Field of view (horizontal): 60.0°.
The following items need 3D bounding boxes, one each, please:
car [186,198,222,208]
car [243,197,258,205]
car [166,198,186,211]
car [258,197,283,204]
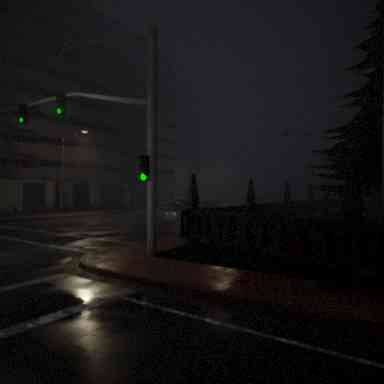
[{"bbox_3d":[1.604,1.581,36.901,1.994,1.385,4.181,0,0,35],"label":"car"},{"bbox_3d":[10.120,1.596,55.154,1.994,1.385,4.181,0,0,35],"label":"car"},{"bbox_3d":[-1.051,1.515,39.214,1.837,1.490,4.892,0,0,35],"label":"car"},{"bbox_3d":[12.996,1.585,53.159,2.033,1.411,5.357,0,0,35],"label":"car"}]
